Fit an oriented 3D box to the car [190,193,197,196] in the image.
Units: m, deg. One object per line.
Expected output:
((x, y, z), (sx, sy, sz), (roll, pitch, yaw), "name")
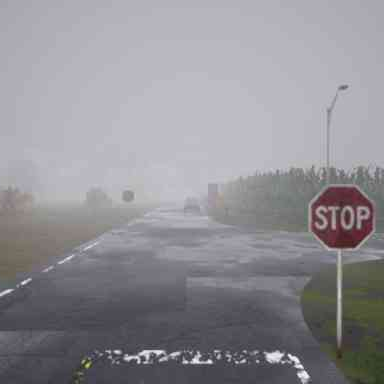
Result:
((-0.182, 1.485, 64.837), (1.994, 1.385, 4.181), (0, 0, 0), "car")

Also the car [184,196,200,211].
((-0.037, 1.519, 40.315), (2.033, 1.411, 5.357), (0, 0, 0), "car")

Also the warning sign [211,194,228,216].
((2.351, 1.099, 28.658), (1.300, 1.860, 1.060), (0, 0, 0), "warning sign")
